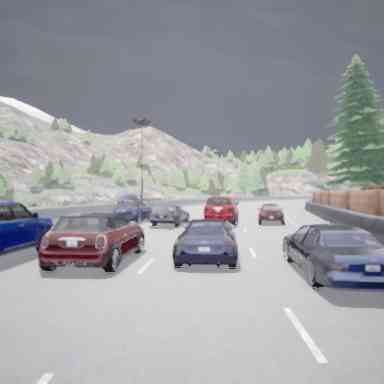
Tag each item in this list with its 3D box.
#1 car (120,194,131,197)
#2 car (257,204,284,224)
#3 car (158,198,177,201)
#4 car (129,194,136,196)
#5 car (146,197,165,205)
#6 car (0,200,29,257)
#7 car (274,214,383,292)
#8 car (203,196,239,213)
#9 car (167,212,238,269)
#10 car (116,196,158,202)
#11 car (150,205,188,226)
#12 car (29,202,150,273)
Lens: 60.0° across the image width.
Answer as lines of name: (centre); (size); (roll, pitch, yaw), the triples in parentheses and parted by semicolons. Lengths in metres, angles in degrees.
car: (-13.436, 1.455, 69.043); (2.150, 2.045, 5.566); (0, 0, 23)
car: (5.979, 1.610, 25.365); (1.812, 1.442, 4.674); (0, 0, 11)
car: (-4.148, 1.813, 64.040); (1.895, 1.301, 4.718); (0, 0, 23)
car: (-10.295, 1.749, 67.485); (1.812, 1.442, 4.674); (0, 0, 23)
car: (-7.149, 1.778, 65.931); (1.994, 1.385, 4.181); (0, 0, 23)
car: (-6.564, 1.260, 10.797); (2.150, 2.045, 5.566); (0, 0, 5)
car: (3.821, 1.578, 9.143); (2.033, 1.411, 5.357); (0, 0, 5)
car: (2.171, 1.304, 24.169); (2.150, 2.045, 5.566); (0, 0, 11)
car: (0.539, 1.603, 11.447); (1.994, 1.385, 4.181); (0, 0, 6)
car: (-4.555, 1.439, 26.181); (2.097, 1.767, 4.553); (0, 0, 11)
car: (-1.494, 1.627, 23.621); (2.033, 1.411, 5.357); (0, 0, 10)
car: (-3.018, 1.392, 11.011); (2.097, 1.767, 4.553); (0, 0, 5)
